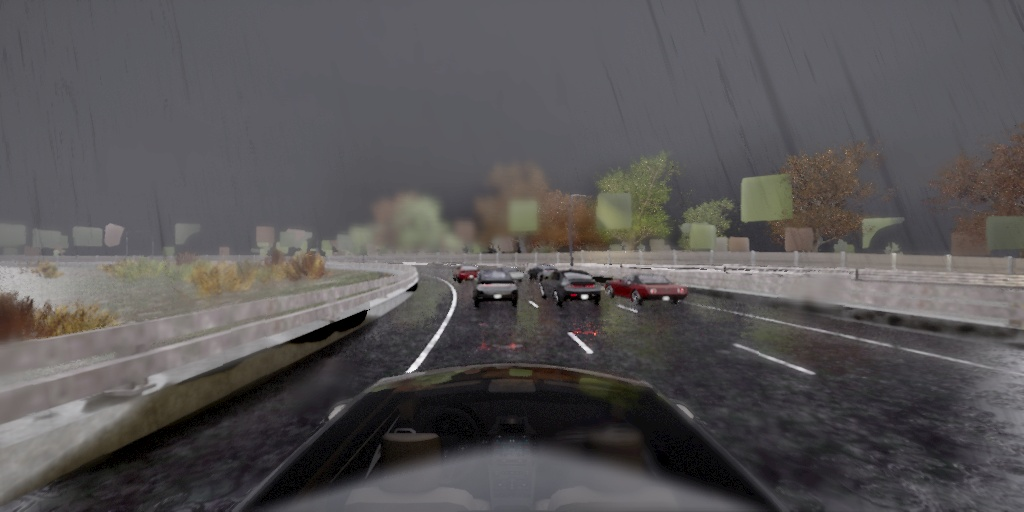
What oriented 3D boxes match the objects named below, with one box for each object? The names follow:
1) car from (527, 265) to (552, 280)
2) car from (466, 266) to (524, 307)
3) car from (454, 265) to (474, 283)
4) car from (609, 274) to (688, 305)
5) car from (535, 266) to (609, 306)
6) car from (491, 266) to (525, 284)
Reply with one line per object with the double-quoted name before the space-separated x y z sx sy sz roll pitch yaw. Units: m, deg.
"car" 2.832 1.539 33.141 2.128 1.511 4.902 0 0 -16
"car" -0.873 1.383 16.365 2.128 1.511 4.902 0 0 -8
"car" -3.969 1.514 31.460 1.882 1.535 5.008 0 0 -16
"car" 6.101 1.491 17.051 1.895 1.301 4.718 0 -1 -7
"car" 2.599 1.399 16.808 1.837 1.490 4.892 0 0 -8
"car" -0.490 1.640 32.038 1.895 1.301 4.718 0 -1 -16
